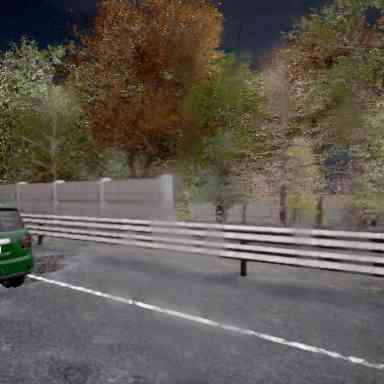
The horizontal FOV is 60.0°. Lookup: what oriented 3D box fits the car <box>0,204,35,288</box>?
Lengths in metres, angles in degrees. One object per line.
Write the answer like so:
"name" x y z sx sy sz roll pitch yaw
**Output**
"car" -6.186 1.297 8.287 5.566 2.045 2.150 -1 0 36
